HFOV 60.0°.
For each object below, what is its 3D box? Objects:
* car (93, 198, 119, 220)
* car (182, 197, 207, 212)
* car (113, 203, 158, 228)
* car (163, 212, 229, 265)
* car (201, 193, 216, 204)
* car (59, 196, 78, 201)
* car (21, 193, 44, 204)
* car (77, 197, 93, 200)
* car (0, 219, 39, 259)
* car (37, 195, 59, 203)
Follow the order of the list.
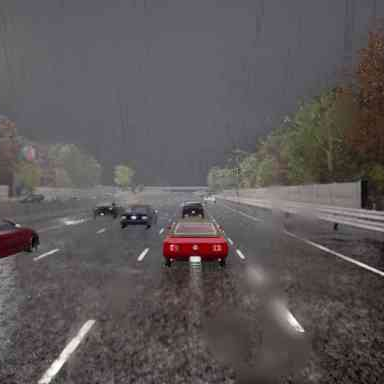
[{"bbox_3d":[-6.906,1.504,28.023,2.128,1.511,4.902,0,0,0],"label":"car"},{"bbox_3d":[0.094,1.491,29.652,1.882,1.535,5.008,0,0,0],"label":"car"},{"bbox_3d":[-3.403,1.556,21.957,2.033,1.411,5.357,0,0,0],"label":"car"},{"bbox_3d":[0.100,1.603,11.578,1.895,1.301,4.718,0,0,0],"label":"car"},{"bbox_3d":[3.485,1.128,64.046,2.150,2.045,5.566,0,0,0],"label":"car"},{"bbox_3d":[-21.043,1.545,58.562,1.837,1.490,4.892,0,0,1],"label":"car"},{"bbox_3d":[-28.022,1.261,58.846,2.150,2.045,5.566,0,0,0],"label":"car"},{"bbox_3d":[-17.551,1.640,57.217,1.895,1.301,4.718,0,0,1],"label":"car"},{"bbox_3d":[-6.902,1.566,11.172,1.994,1.385,4.181,0,0,0],"label":"car"},{"bbox_3d":[-24.536,1.603,57.741,1.994,1.385,4.181,0,0,1],"label":"car"}]
